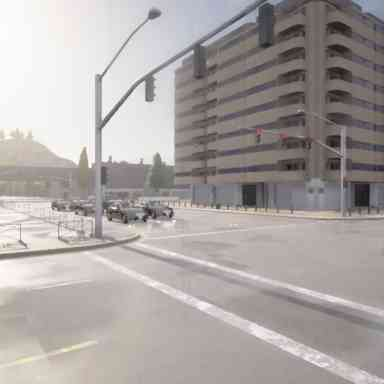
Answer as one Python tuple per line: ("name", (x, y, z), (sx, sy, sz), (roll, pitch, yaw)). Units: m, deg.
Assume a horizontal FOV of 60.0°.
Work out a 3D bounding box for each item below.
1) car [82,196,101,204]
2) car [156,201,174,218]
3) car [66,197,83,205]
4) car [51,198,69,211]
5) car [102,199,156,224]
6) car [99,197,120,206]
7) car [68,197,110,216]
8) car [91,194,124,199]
("car", (-19.630, 1.533, 64.822), (1.882, 1.535, 5.008), (0, 0, -35))
("car", (-3.427, 1.547, 29.477), (2.128, 1.511, 4.902), (0, 0, -35))
("car", (-22.039, 1.619, 62.167), (1.994, 1.385, 4.181), (0, 0, -35))
("car", (-16.146, 1.547, 41.402), (2.128, 1.511, 4.902), (0, 0, -35))
("car", (-5.094, 1.547, 25.773), (2.128, 1.511, 4.902), (0, 0, -35))
("car", (-14.201, 1.581, 57.151), (1.812, 1.442, 4.674), (0, 0, -35))
("car", (-10.341, 1.547, 33.186), (2.128, 1.511, 4.902), (0, 0, -35))
("car", (-9.127, 1.277, 37.528), (2.150, 2.045, 5.566), (0, 0, -35))
